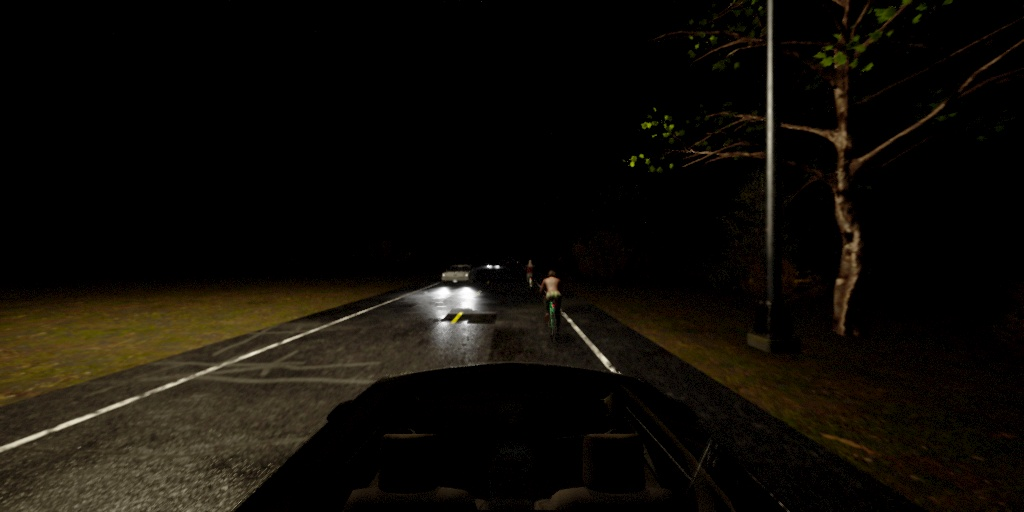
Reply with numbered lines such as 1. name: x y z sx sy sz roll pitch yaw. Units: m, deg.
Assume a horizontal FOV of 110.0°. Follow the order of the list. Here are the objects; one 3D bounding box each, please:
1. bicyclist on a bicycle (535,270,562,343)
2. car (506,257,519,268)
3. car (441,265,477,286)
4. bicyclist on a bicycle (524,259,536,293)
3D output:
1. bicyclist on a bicycle: 0.966 1.180 8.668 0.582 1.620 1.656 0 0 0
2. car: 0.131 1.138 56.869 1.994 1.385 4.181 0 0 0
3. car: -3.583 1.276 24.831 1.895 1.301 4.718 0 0 0
4. bicyclist on a bicycle: 0.973 1.064 19.219 0.659 1.776 1.843 0 0 0
